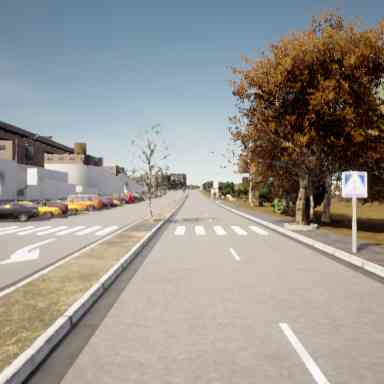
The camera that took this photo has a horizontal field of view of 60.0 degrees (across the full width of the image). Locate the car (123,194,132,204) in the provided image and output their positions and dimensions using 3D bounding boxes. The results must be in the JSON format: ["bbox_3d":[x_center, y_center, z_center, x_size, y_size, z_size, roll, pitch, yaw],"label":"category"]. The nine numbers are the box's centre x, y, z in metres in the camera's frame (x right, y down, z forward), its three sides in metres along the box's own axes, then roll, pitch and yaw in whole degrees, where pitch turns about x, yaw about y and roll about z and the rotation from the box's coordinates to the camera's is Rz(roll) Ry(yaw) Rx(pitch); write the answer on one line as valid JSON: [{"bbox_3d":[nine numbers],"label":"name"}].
[{"bbox_3d":[-13.861,1.633,60.551,4.674,1.452,2.002,-1,1,-20],"label":"car"}]

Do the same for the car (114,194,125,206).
[{"bbox_3d":[-13.698,1.618,51.666,5.366,1.575,1.946,-1,0,-20],"label":"car"}]

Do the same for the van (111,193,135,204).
[{"bbox_3d":[-13.756,1.327,66.563,4.442,1.987,1.878,-1,0,-20],"label":"van"}]

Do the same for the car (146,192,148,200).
[{"bbox_3d":[-13.847,1.482,81.433,4.674,1.452,2.002,-1,1,-20],"label":"car"}]

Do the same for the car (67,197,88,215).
[{"bbox_3d":[-13.708,1.555,33.755,5.366,1.575,1.946,-1,-1,-20],"label":"car"}]

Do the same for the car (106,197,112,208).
[{"bbox_3d":[-13.869,1.660,45.624,4.674,1.452,2.002,-1,0,-20],"label":"car"}]

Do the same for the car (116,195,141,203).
[{"bbox_3d":[-13.851,1.511,72.486,4.892,1.521,2.231,-1,1,-20],"label":"car"}]

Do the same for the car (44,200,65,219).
[{"bbox_3d":[-13.712,1.512,27.789,5.366,1.575,1.946,-1,-1,-20],"label":"car"}]

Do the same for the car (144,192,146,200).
[{"bbox_3d":[-13.826,1.338,78.460,4.553,1.767,2.185,-1,1,-20],"label":"car"}]

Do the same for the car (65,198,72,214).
[{"bbox_3d":[-13.909,1.568,30.693,4.792,1.488,2.163,-1,0,-20],"label":"car"}]

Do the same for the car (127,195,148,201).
[{"bbox_3d":[-13.824,1.448,84.452,4.792,1.488,2.163,-1,0,-20],"label":"car"}]

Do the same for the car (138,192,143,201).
[{"bbox_3d":[-13.838,1.281,69.516,5.566,2.045,2.435,-1,0,-20],"label":"car"}]

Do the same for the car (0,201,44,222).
[{"bbox_3d":[-13.882,1.539,24.740,4.674,1.452,2.002,-1,0,-20],"label":"car"}]

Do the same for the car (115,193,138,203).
[{"bbox_3d":[-13.892,1.326,63.520,5.566,2.045,2.435,-1,1,-20],"label":"car"}]

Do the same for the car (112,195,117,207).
[{"bbox_3d":[-13.898,1.657,48.597,4.792,1.488,2.163,-1,0,-20],"label":"car"}]

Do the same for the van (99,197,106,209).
[{"bbox_3d":[-13.771,1.386,42.693,4.442,1.987,1.878,-1,-1,-20],"label":"van"}]

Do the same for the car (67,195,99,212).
[{"bbox_3d":[-13.850,1.472,39.665,4.553,1.767,2.185,-1,0,-20],"label":"car"}]
